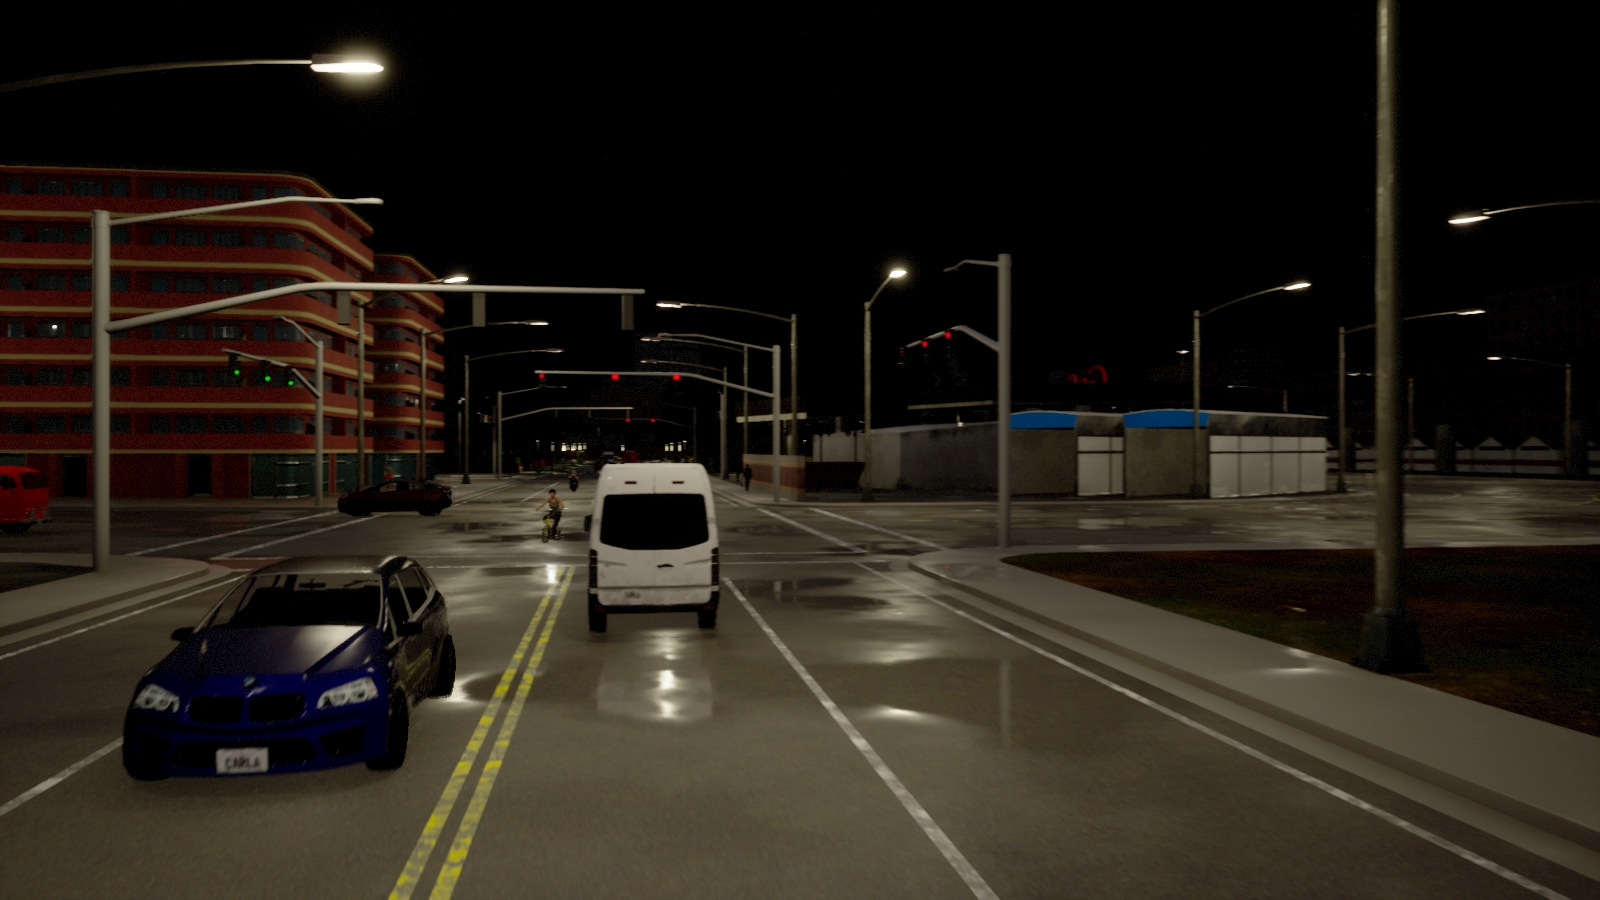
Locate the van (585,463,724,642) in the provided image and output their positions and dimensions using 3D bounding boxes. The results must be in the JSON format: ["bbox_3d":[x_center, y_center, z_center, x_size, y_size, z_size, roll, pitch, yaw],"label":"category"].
[{"bbox_3d":[-2.554,1.531,19.478,1.988,2.561,5.915,0,-1,-9],"label":"van"}]

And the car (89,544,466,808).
[{"bbox_3d":[-4.805,1.971,11.391,2.242,1.667,4.611,0,0,-9],"label":"car"}]

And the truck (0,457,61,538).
[{"bbox_3d":[-26.801,1.448,36.054,5.204,2.467,2.627,1,0,-8],"label":"truck"}]
